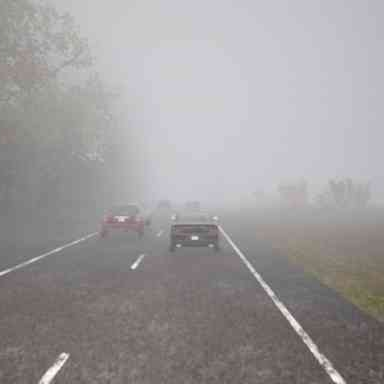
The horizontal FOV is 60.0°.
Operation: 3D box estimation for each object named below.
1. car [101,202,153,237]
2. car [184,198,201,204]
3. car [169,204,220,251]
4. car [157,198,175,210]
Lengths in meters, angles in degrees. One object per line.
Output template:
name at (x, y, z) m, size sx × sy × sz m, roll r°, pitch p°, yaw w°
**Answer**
car at (-3.397, 1.363, 18.164) m, size 2.097 × 1.767 × 4.553 m, roll 0°, pitch 0°, yaw 0°
car at (0.105, 1.506, 41.834) m, size 2.128 × 1.511 × 4.902 m, roll 0°, pitch 0°, yaw 0°
car at (0.102, 1.485, 14.244) m, size 1.882 × 1.535 × 5.008 m, roll 0°, pitch 0°, yaw 0°
car at (-3.394, 1.519, 42.722) m, size 1.837 × 1.490 × 4.892 m, roll 0°, pitch 0°, yaw 0°
